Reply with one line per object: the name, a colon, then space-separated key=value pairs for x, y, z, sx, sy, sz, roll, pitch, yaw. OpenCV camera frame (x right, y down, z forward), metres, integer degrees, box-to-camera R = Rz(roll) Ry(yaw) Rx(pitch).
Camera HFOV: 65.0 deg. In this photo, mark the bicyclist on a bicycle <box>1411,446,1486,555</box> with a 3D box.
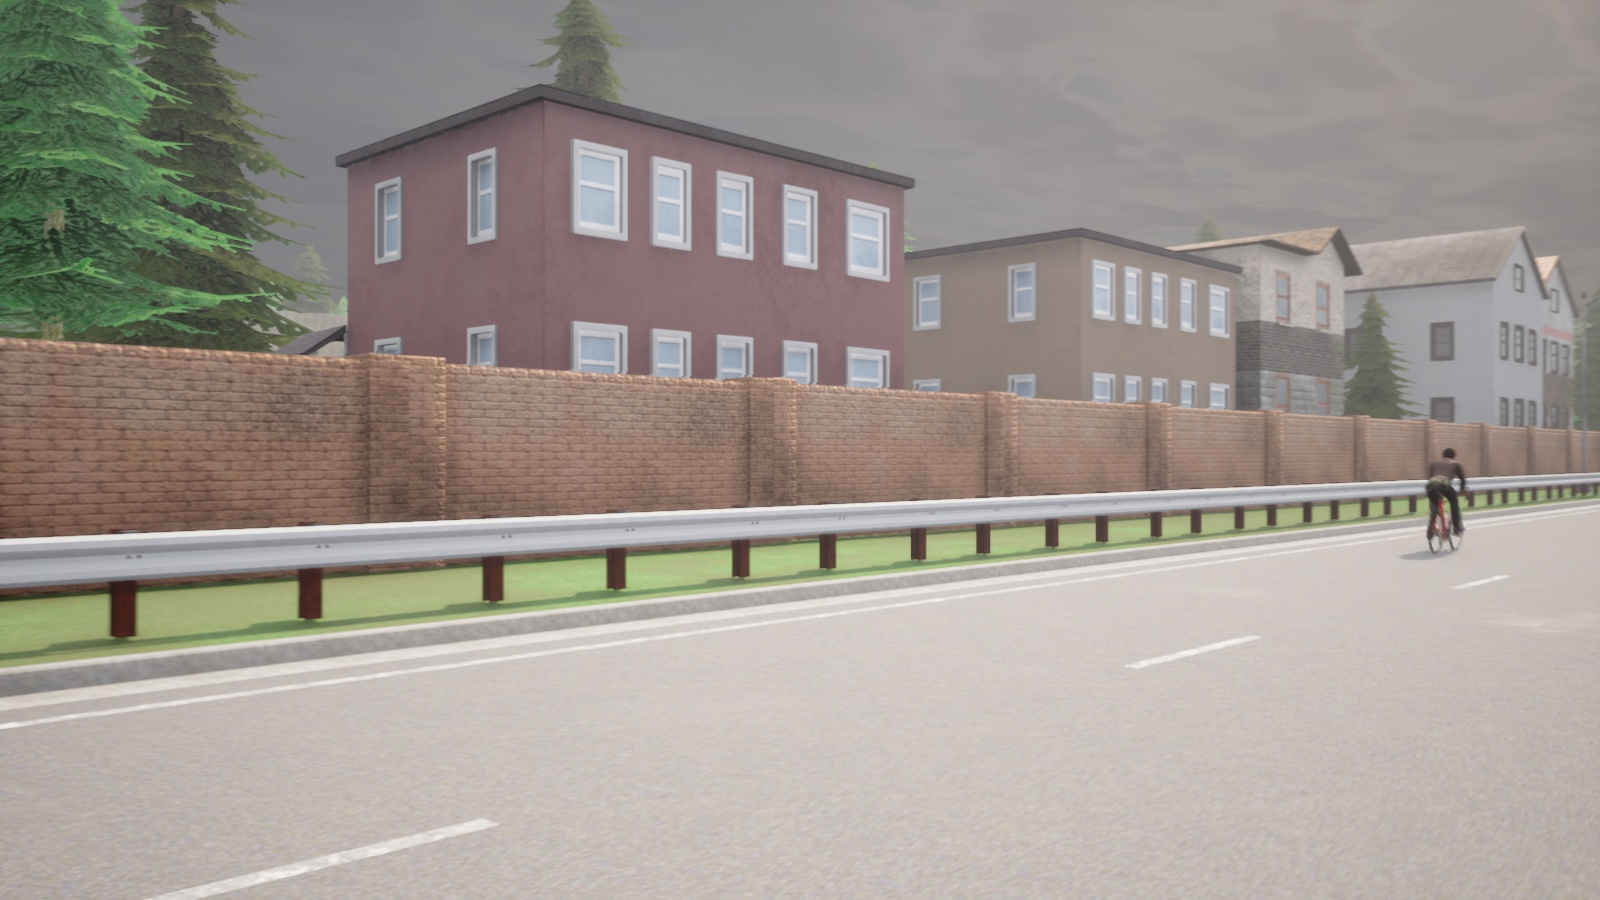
bicyclist on a bicycle: x=10.036 y=0.750 z=19.415 sx=0.582 sy=1.620 sz=1.656 roll=0 pitch=-1 yaw=44
